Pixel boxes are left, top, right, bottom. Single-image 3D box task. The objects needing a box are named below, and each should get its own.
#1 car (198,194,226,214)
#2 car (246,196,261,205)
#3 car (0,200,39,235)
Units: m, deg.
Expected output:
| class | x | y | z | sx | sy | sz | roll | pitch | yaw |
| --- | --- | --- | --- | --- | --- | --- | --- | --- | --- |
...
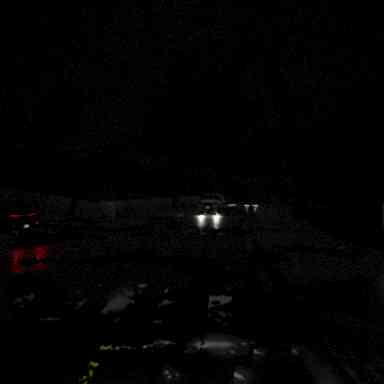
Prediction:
| class | x | y | z | sx | sy | sz | roll | pitch | yaw |
| --- | --- | --- | --- | --- | --- | --- | --- | --- | --- |
| car | 2.256 | 1.198 | 35.956 | 2.150 | 2.045 | 5.566 | 0 | 0 | 15 |
| car | 11.028 | 1.547 | 59.629 | 1.837 | 1.490 | 4.892 | -1 | 0 | 25 |
| car | -8.899 | 1.048 | 14.293 | 4.902 | 1.511 | 2.128 | 3 | 1 | 21 |
